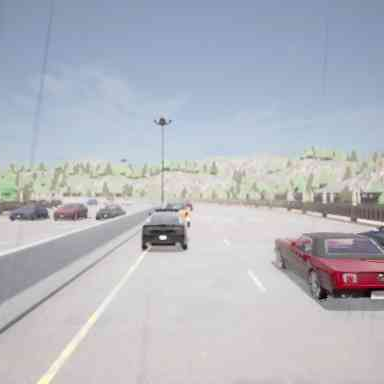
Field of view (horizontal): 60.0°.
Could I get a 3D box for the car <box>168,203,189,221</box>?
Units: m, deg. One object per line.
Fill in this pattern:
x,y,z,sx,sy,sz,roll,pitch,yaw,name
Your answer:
-1.211,1.814,31.262,1.812,1.442,4.674,0,-1,0,car

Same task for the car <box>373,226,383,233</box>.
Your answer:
7.038,1.675,10.811,1.994,1.385,4.181,0,-1,0,car

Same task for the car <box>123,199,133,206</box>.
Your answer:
-13.711,2.151,70.957,1.812,1.442,4.674,0,-1,-19,car

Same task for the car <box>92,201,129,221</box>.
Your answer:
-7.286,1.832,30.004,1.994,1.385,4.181,0,-1,-1,car

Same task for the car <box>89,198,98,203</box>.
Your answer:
-20.849,2.072,69.988,1.882,1.535,5.008,0,-1,-22,car

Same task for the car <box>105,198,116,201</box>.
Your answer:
-17.352,1.980,70.702,2.097,1.767,4.553,0,-1,-22,car

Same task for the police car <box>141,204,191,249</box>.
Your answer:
-1.134,1.567,15.373,1.930,1.638,5.238,0,-1,0,police car

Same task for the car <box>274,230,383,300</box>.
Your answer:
3.550,1.686,8.538,1.895,1.301,4.718,0,-1,0,car

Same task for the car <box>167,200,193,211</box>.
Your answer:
-1.182,1.584,25.234,2.097,1.767,4.553,0,-1,0,car

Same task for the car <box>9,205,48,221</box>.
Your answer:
-14.279,1.816,29.359,1.994,1.385,4.181,0,-1,-1,car

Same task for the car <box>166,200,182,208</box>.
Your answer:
-3.331,2.167,61.692,1.895,1.301,4.718,0,-1,-17,car

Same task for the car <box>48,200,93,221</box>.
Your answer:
-10.778,1.740,29.942,1.882,1.535,5.008,0,-1,-1,car
